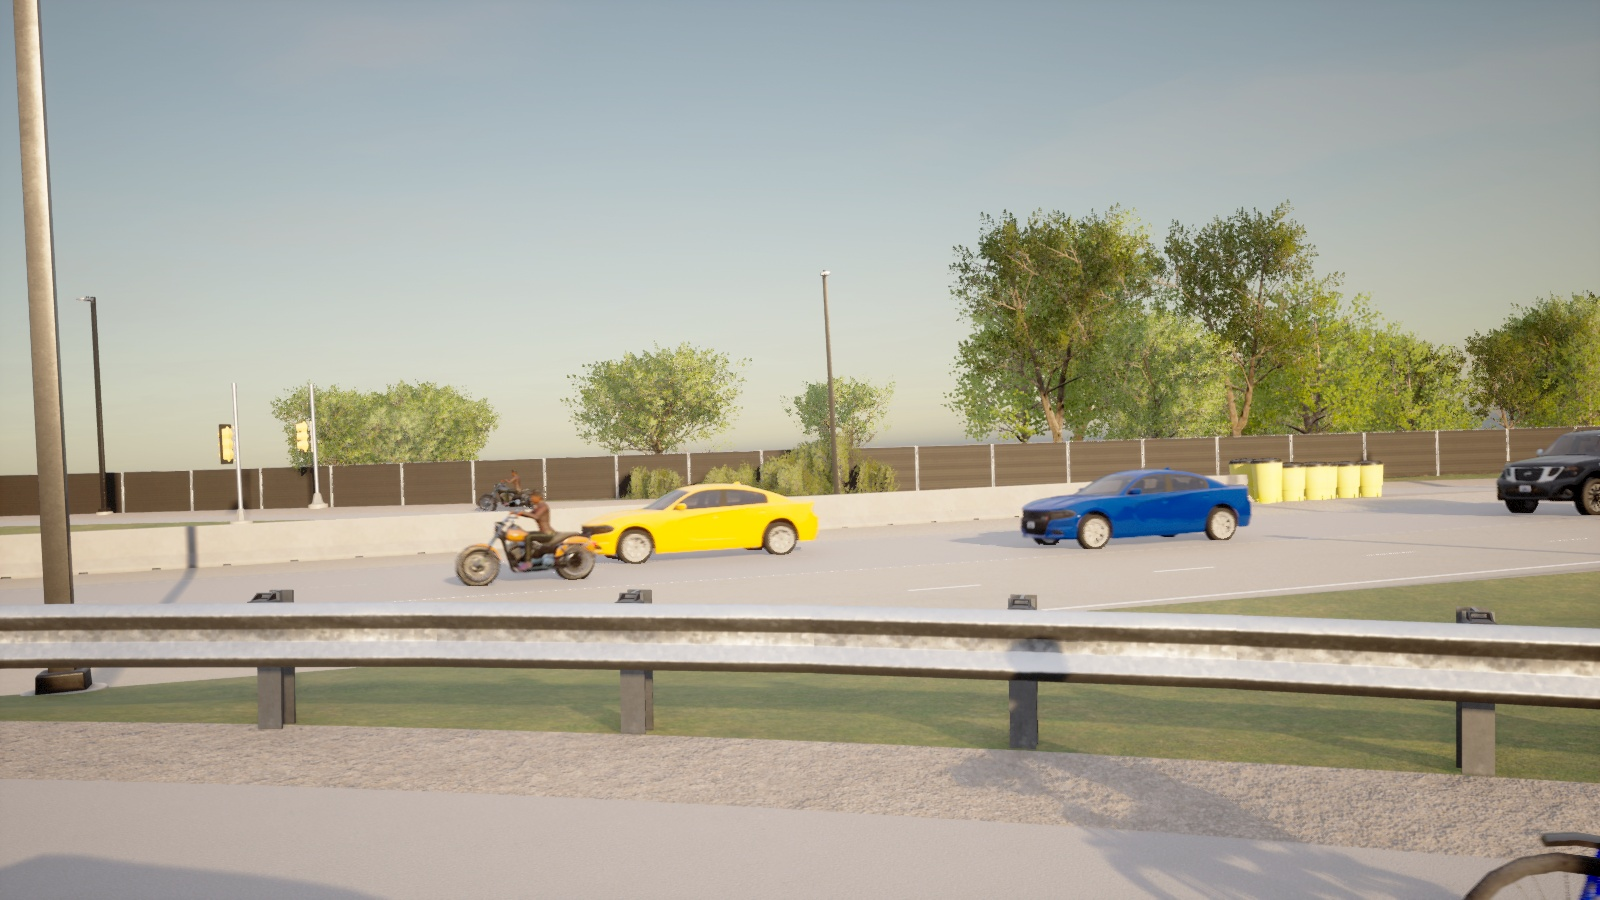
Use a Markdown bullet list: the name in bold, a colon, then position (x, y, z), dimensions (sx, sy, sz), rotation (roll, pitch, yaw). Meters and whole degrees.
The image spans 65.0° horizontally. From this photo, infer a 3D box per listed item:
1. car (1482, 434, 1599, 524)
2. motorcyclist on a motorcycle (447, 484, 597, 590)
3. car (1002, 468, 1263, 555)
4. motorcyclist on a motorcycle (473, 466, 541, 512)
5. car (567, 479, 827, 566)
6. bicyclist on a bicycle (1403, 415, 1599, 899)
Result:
- **car**: position (19.791, 0.644, 30.898), dimensions (5.566, 2.045, 2.150), rotation (-1, -1, -21)
- **motorcyclist on a motorcycle**: position (-4.721, 1.439, 21.315), dimensions (2.350, 1.649, 0.766), rotation (-1, -1, -21)
- **car**: position (6.841, 1.202, 25.833), dimensions (5.008, 1.535, 1.882), rotation (-1, -1, -21)
- **motorcyclist on a motorcycle**: position (-11.003, 1.460, 47.187), dimensions (2.350, 1.649, 0.766), rotation (-1, 0, 6)
- **car**: position (-2.133, 1.446, 26.083), dimensions (5.008, 1.535, 1.882), rotation (-1, -1, -21)
- **bicyclist on a bicycle**: position (2.237, 0.722, 2.886), dimensions (1.509, 1.612, 0.866), rotation (0, 1, 24)
